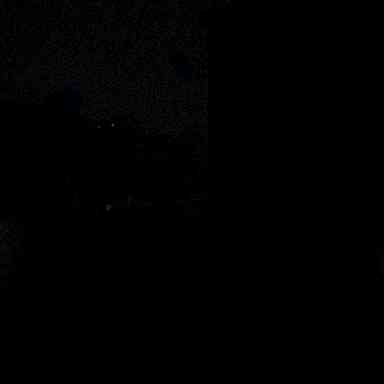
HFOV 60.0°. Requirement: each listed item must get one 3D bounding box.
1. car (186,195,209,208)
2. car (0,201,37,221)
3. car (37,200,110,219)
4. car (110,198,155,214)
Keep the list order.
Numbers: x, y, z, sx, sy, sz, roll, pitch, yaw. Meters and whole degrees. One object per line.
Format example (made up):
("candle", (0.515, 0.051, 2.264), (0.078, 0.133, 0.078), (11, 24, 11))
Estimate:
("car", (1.087, 1.016, 38.711), (1.967, 1.590, 4.097), (0, 0, 35))
("car", (-12.242, 1.345, 24.420), (1.895, 1.301, 4.718), (-1, 0, 37))
("car", (-8.705, 1.255, 24.787), (2.008, 1.369, 4.403), (0, 0, 35))
("car", (-5.343, 1.184, 29.567), (1.752, 1.417, 4.829), (0, 0, 35))
